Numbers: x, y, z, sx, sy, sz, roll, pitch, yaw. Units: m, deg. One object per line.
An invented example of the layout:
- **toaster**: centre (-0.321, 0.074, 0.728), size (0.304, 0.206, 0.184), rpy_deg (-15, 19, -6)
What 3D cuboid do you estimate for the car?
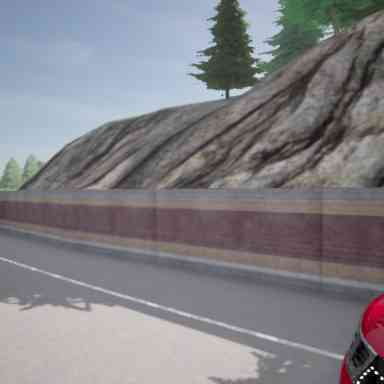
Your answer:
- **car**: centre (3.665, 1.232, 1.442), size (5.566, 2.045, 2.150), rpy_deg (0, 0, 35)
